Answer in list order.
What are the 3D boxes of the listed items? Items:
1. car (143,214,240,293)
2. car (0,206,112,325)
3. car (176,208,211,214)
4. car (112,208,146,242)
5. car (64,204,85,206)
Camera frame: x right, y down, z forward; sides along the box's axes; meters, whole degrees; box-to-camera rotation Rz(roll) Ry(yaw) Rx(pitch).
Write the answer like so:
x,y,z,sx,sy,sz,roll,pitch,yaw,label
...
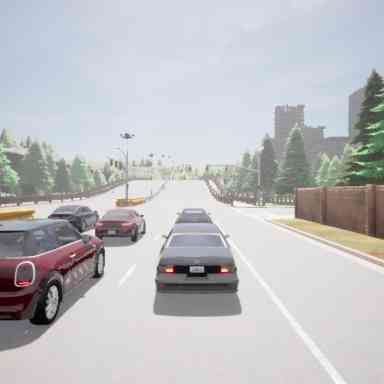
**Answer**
x,y,z,sx,sy,sz,roll,pitch,yaw,label
0.100,1.547,8.965,2.033,1.411,5.357,0,0,0,car
-3.401,1.352,7.260,2.097,1.767,4.553,0,0,0,car
0.101,1.564,18.205,1.994,1.385,4.181,0,0,0,car
-3.402,1.526,16.255,1.812,1.442,4.674,0,0,-1,car
-6.900,1.505,19.778,1.837,1.490,4.892,0,0,0,car
